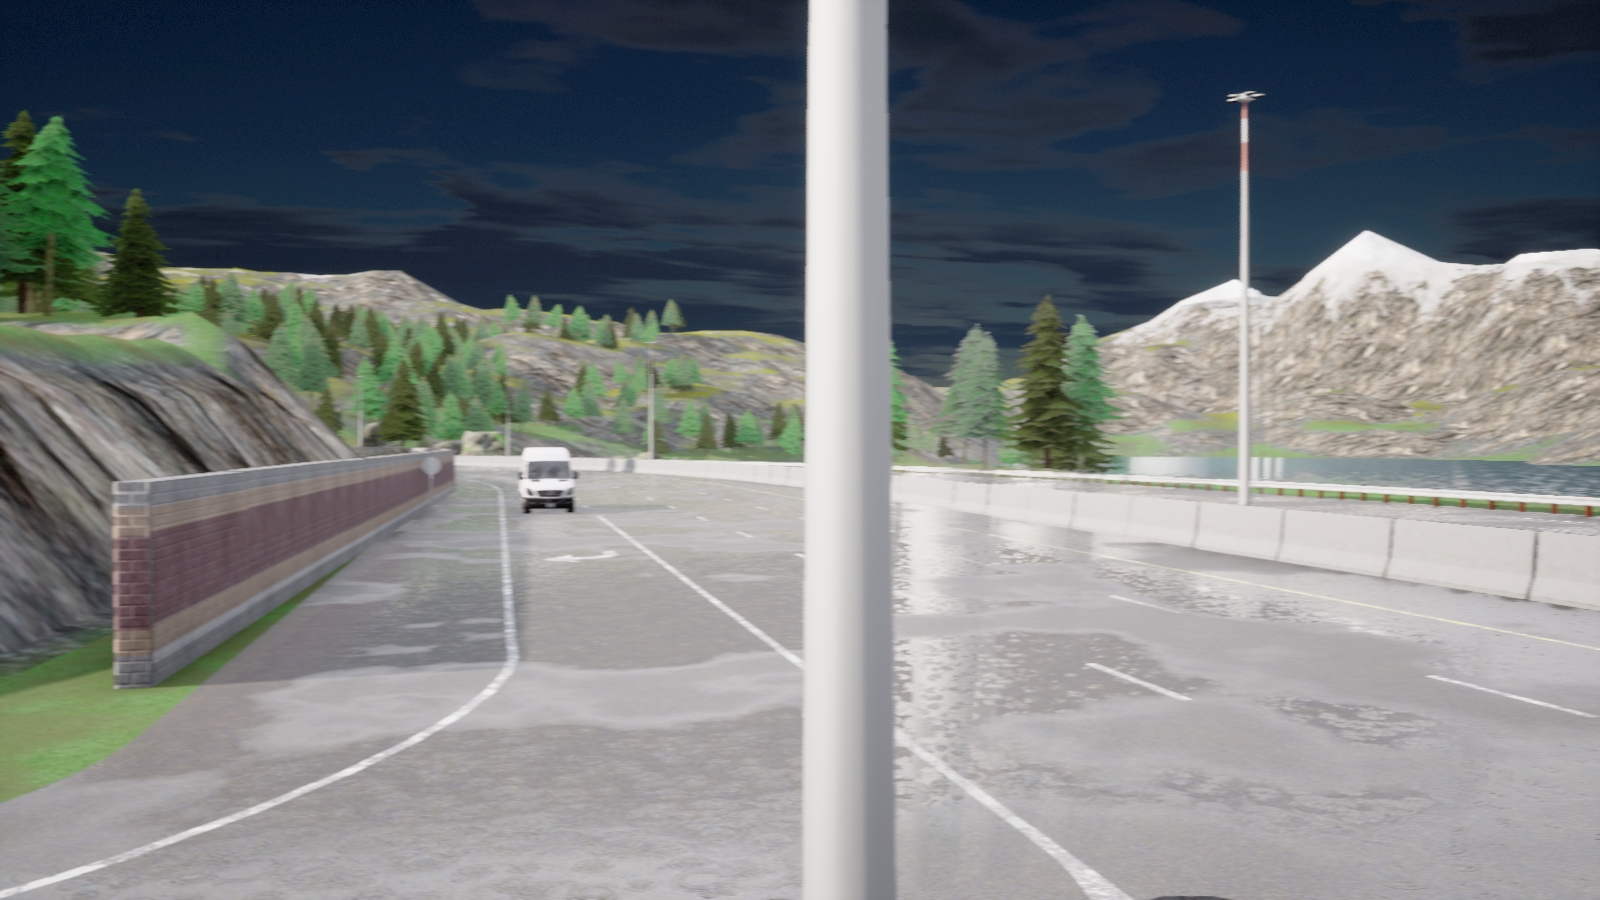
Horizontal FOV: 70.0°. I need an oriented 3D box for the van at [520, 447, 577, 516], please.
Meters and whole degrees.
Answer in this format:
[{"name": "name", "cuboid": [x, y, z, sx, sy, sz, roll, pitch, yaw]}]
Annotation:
[{"name": "van", "cuboid": [-10.303, 1.200, 46.487, 1.988, 2.561, 5.915, 0, 1, -15]}]
